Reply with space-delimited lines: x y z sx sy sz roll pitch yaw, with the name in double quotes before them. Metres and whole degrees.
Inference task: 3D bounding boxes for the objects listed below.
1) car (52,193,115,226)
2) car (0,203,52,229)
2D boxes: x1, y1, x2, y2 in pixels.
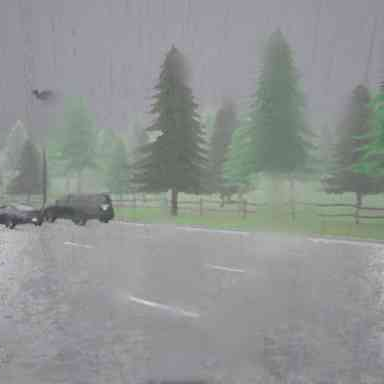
"car" -7.617 1.102 22.328 5.566 2.045 2.150 0 0 36
"car" -10.874 1.397 20.332 4.674 1.442 1.812 0 0 35
